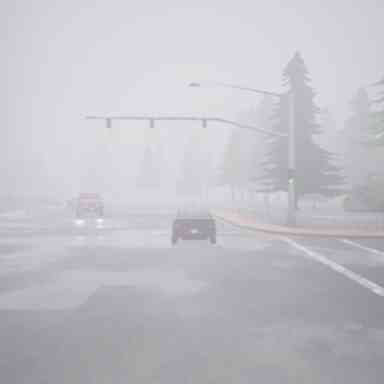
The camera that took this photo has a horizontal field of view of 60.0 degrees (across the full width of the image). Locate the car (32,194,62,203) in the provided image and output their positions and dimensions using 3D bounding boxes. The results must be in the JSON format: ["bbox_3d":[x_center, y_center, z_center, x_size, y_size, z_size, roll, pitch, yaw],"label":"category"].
[{"bbox_3d":[-25.819,1.073,59.130,5.008,1.535,1.882,0,0,23],"label":"car"}]

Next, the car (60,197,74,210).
[{"bbox_3d":[-13.447,1.278,38.809,2.033,1.411,5.357,0,0,-33],"label":"car"}]

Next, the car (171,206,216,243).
[{"bbox_3d":[0.048,1.395,15.718,1.882,1.535,5.008,0,1,-1],"label":"car"}]

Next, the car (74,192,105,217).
[{"bbox_3d":[-9.069,1.012,29.459,2.150,2.045,5.566,0,0,-20],"label":"car"}]

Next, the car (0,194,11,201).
[{"bbox_3d":[-35.646,1.027,62.600,4.181,1.385,1.994,0,0,9],"label":"car"}]

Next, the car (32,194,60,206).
[{"bbox_3d":[-20.138,1.166,46.827,4.902,1.511,2.128,0,0,43],"label":"car"}]

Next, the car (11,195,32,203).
[{"bbox_3d":[-27.196,1.159,55.920,5.357,1.411,2.033,0,0,23],"label":"car"}]
